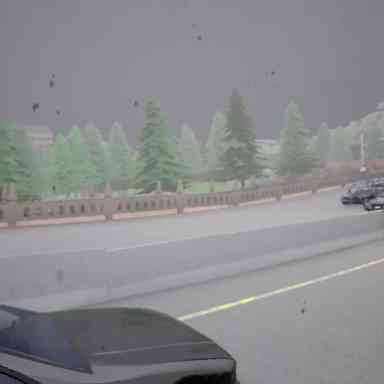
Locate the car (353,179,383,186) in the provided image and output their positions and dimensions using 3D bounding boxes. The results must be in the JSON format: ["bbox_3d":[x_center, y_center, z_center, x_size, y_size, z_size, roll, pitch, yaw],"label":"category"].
[{"bbox_3d":[17.796,-0.551,33.842,4.902,1.511,2.128,-8,5,-35],"label":"car"}]

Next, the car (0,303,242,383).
[{"bbox_3d":[-2.119,1.547,2.235,5.357,1.411,2.033,0,0,-35],"label":"car"}]

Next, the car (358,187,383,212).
[{"bbox_3d":[13.243,0.624,22.019,4.181,1.385,1.994,-6,3,-35],"label":"car"}]

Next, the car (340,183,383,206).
[{"bbox_3d":[14.041,0.341,26.888,4.718,1.301,1.895,-7,4,-35],"label":"car"}]
